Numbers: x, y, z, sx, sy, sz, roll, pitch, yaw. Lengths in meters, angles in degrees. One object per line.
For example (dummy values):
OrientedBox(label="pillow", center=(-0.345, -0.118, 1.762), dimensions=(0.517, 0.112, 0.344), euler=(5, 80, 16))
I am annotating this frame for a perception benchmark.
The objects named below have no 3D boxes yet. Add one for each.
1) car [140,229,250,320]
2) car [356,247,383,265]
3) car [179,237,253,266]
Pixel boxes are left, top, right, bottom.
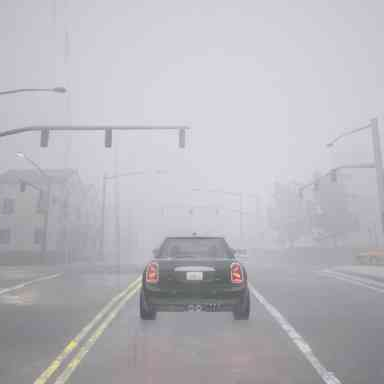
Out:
OrientedBox(label="car", center=(0.060, 1.807, 8.228), dimensions=(2.097, 1.767, 4.553), euler=(0, -7, 0))
OrientedBox(label="car", center=(16.460, 5.362, 28.065), dimensions=(5.008, 1.535, 1.882), euler=(0, -11, 1))
OrientedBox(label="car", center=(1.787, 4.762, 26.549), dimensions=(5.566, 2.045, 2.150), euler=(-8, -13, 36))
